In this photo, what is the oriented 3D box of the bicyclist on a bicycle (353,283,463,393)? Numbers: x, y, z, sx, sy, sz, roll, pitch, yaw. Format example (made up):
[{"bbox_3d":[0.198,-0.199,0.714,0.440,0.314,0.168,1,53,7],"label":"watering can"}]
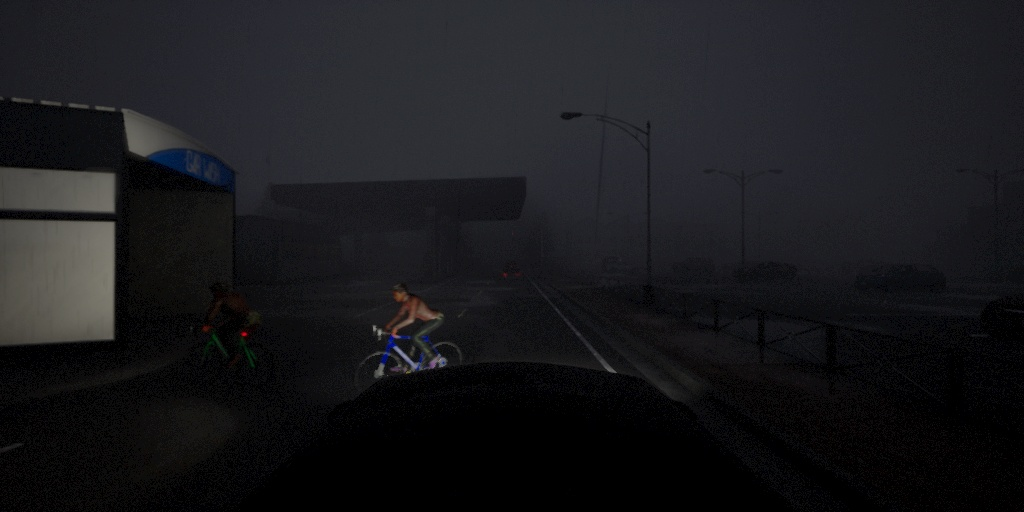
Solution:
[{"bbox_3d":[-1.504,1.222,5.373,1.656,1.620,0.582,-1,1,-32],"label":"bicyclist on a bicycle"}]

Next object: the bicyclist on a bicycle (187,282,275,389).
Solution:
[{"bbox_3d":[-4.360,1.225,5.524,1.656,1.620,0.582,-2,-1,12],"label":"bicyclist on a bicycle"}]

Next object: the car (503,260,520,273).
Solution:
[{"bbox_3d":[-0.060,1.338,48.004,2.097,1.767,4.553,0,0,0],"label":"car"}]
